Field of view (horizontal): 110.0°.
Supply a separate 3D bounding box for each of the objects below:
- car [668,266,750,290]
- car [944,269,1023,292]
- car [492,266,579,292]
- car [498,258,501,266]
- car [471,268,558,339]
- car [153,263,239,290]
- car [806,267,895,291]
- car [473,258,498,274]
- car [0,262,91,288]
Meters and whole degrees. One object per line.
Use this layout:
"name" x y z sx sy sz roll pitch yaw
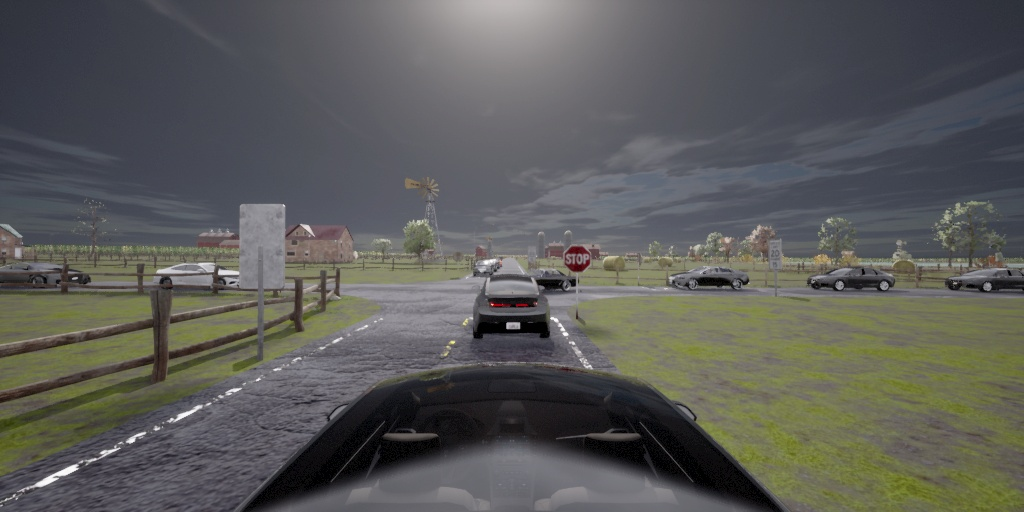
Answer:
"car" 12.788 1.396 23.419 4.902 1.511 2.128 1 -1 -2
"car" 31.692 1.587 23.720 4.892 1.490 1.837 1 -1 -1
"car" 1.491 1.369 20.186 4.718 1.301 1.895 1 0 -35
"car" -2.872 1.241 46.270 2.128 1.511 4.902 0 0 0
"car" -0.078 1.256 10.139 1.837 1.490 4.892 0 0 -2
"car" -17.252 1.104 20.088 4.674 1.442 1.812 1 -1 -1
"car" 22.190 1.499 23.595 4.892 1.490 1.837 1 -1 -1
"car" -2.875 1.243 36.825 2.128 1.511 4.902 0 0 0
"car" -26.372 1.048 19.962 4.181 1.385 1.994 1 -1 -1
